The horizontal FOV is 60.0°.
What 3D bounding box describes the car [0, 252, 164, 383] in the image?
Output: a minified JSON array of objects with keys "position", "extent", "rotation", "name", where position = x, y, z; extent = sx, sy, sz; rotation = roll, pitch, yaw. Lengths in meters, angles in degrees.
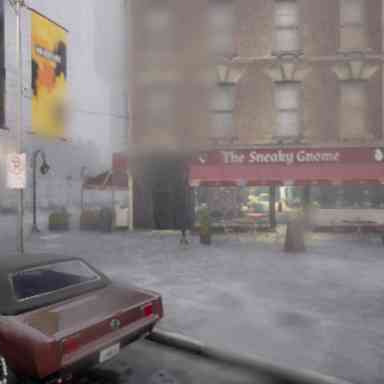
[{"position":[-2.837,1.641,5.190],"extent":[4.718,1.301,1.895],"rotation":[-1,0,33],"name":"car"}]
